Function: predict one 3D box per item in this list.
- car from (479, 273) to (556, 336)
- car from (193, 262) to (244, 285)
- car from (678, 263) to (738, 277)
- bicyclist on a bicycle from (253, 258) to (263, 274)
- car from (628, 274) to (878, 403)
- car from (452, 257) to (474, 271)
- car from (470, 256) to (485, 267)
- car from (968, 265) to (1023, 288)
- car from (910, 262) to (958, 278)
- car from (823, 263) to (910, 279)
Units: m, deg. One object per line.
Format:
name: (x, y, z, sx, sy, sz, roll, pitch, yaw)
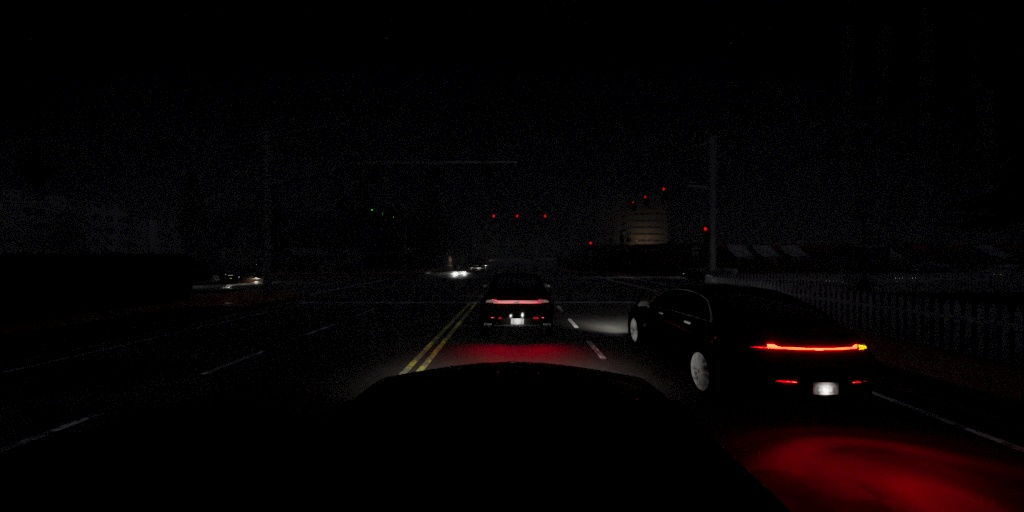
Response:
car: (0.138, 1.240, 10.391, 2.128, 1.511, 4.902, 0, 0, 0)
car: (-22.043, 1.248, 25.733, 4.892, 1.490, 1.837, 1, 0, -1)
car: (18.269, 1.344, 33.552, 4.718, 1.301, 1.895, 0, 0, -1)
bicyclist on a bicycle: (-26.143, 1.044, 36.925, 0.582, 1.620, 1.656, 0, 0, -3)
car: (3.591, 1.254, 6.484, 1.837, 1.490, 4.892, 0, 0, 1)
car: (-6.774, 1.231, 48.106, 2.128, 1.511, 4.902, 0, 0, 0)
car: (-6.618, 0.960, 64.581, 2.150, 2.045, 5.566, 0, 0, 1)
car: (32.419, 1.271, 23.114, 4.674, 1.442, 1.812, 0, 0, -1)
car: (39.258, 1.269, 33.914, 4.674, 1.442, 1.812, 0, 0, -1)
car: (29.583, 1.291, 30.257, 5.357, 1.411, 2.033, 0, 0, -1)
